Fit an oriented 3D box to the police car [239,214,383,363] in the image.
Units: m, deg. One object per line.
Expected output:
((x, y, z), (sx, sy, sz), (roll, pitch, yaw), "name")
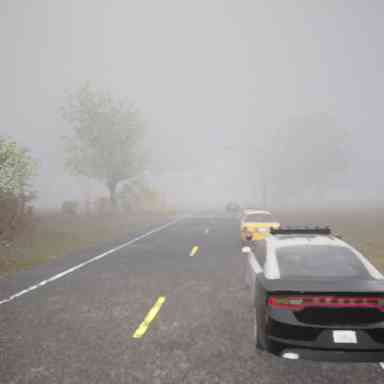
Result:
((2.026, 1.456, 6.338), (1.930, 1.638, 5.238), (-1, -1, 7), "police car")

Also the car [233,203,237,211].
((3.881, 1.696, 22.118), (1.812, 1.442, 4.674), (-1, -1, 7), "car")

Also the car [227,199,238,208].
((7.004, 1.975, 57.622), (1.837, 1.490, 4.892), (-1, -1, 7), "car")

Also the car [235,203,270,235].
((3.202, 1.576, 16.349), (1.801, 1.575, 5.366), (-1, -1, 7), "car")

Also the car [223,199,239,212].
((5.468, 1.933, 44.296), (1.994, 1.385, 4.181), (-1, -1, 8), "car")
